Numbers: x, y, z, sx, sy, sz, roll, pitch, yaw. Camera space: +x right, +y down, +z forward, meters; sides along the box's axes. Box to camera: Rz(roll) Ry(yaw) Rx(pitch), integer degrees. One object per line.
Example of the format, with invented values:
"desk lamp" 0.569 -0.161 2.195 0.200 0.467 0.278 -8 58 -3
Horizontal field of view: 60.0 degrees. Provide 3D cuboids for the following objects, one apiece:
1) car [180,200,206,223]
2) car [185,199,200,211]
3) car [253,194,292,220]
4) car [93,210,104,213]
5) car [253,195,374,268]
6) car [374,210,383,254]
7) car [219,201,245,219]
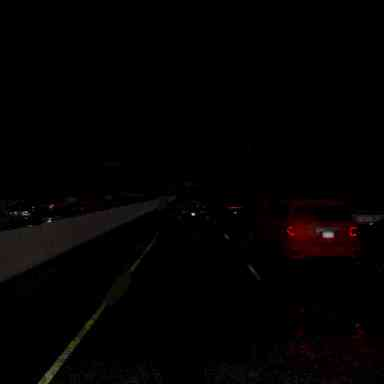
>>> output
"car" 0.093 1.586 26.193 1.994 1.385 4.181 0 0 0
"car" 0.094 1.636 43.054 1.895 1.301 4.718 0 0 0
"car" 7.097 1.246 30.062 2.150 2.045 5.566 0 0 0
"car" -10.600 1.249 34.777 2.150 2.045 5.566 0 0 0
"car" 3.600 1.231 11.464 2.150 2.045 5.566 0 0 0
"car" 7.099 1.535 11.126 1.812 1.442 4.674 0 0 0
"car" 3.597 1.516 29.927 2.128 1.511 4.902 0 0 0
